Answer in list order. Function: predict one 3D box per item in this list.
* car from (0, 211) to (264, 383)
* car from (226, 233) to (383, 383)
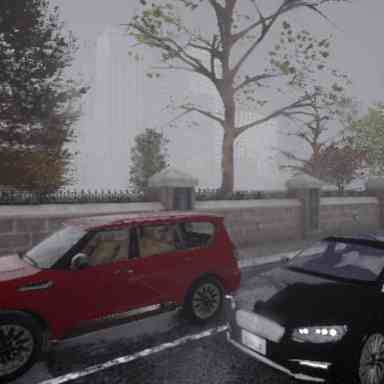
[{"bbox_3d":[-1.398,1.307,5.558,5.009,1.841,2.192,0,0,-35],"label":"car"},{"bbox_3d":[2.714,1.470,5.282,4.902,1.511,2.128,0,0,-35],"label":"car"}]
